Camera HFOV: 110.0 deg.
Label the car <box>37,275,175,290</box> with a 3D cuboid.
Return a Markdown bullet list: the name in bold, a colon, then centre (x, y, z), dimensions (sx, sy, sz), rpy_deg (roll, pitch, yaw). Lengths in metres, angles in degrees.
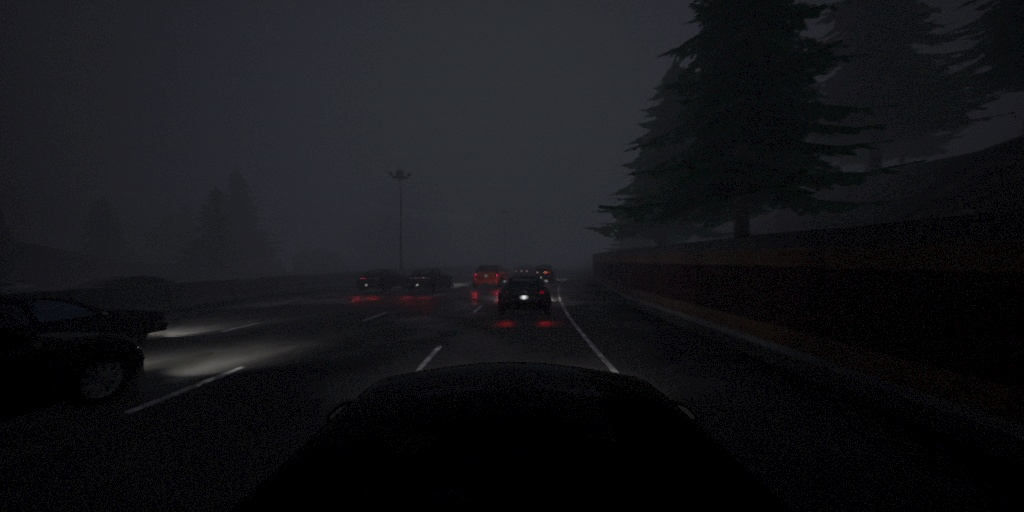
- **car**: centre (-20.382, 1.791, 18.676), dimensions (1.837, 1.490, 4.892), rpy_deg (-1, -1, 5)

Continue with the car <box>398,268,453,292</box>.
- **car**: centre (-5.481, 1.586, 24.343), dimensions (2.128, 1.511, 4.902), rpy_deg (-1, -1, 8)

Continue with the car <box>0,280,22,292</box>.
- **car**: centre (-27.449, 1.927, 18.072), dimensions (1.812, 1.442, 4.674), rpy_deg (-1, -1, 5)

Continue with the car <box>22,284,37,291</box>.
- **car**: centre (-23.724, 1.890, 20.499), dimensions (1.812, 1.442, 4.674), rpy_deg (-1, -1, 6)

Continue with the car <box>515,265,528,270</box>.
- **car**: centre (1.717, 1.714, 41.951), dimensions (2.033, 1.411, 5.357), rpy_deg (-1, -1, 15)

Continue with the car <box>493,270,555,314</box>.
- **car**: centre (0.553, 1.448, 14.643), dimensions (1.994, 1.385, 4.181), rpy_deg (-1, -1, 4)

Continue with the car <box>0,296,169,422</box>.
- **car**: centre (-6.755, 1.392, 3.674), dimensions (1.837, 1.490, 4.892), rpy_deg (-1, -1, -1)

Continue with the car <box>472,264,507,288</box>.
- **car**: centre (-1.496, 1.410, 27.225), dimensions (2.097, 1.767, 4.553), rpy_deg (-1, -1, 9)

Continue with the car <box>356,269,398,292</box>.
- **car**: centre (-8.900, 1.653, 25.107), dimensions (2.128, 1.511, 4.902), rpy_deg (-1, -1, 8)

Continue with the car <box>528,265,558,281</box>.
- **car**: centre (2.906, 1.540, 31.975), dimensions (1.837, 1.490, 4.892), rpy_deg (-1, -1, 11)

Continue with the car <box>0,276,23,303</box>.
- **car**: centre (-30.843, 1.979, 19.411), dimensions (1.837, 1.490, 4.892), rpy_deg (-1, -1, 5)

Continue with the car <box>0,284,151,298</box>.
- **car**: centre (-10.289, 1.534, 7.239), dimensions (2.033, 1.411, 5.357), rpy_deg (-1, -1, 0)
